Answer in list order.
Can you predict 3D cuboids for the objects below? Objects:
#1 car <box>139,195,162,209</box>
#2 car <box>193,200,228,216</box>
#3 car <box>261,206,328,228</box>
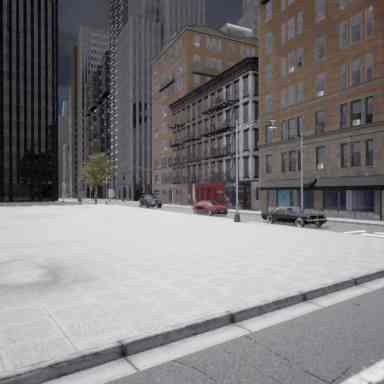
[{"bbox_3d":[-6.306,1.468,50.248,2.150,2.045,5.566,0,-1,-26],"label":"car"},{"bbox_3d":[1.786,1.614,33.691,1.882,1.535,5.008,0,0,-26],"label":"car"},{"bbox_3d":[6.993,1.675,23.115,1.895,1.301,4.718,0,0,-26],"label":"car"}]
